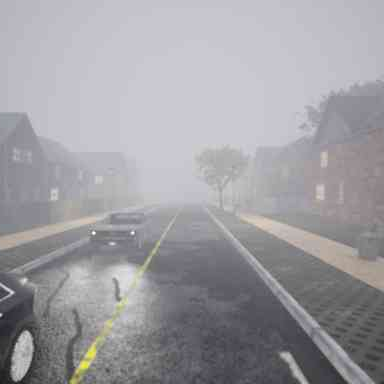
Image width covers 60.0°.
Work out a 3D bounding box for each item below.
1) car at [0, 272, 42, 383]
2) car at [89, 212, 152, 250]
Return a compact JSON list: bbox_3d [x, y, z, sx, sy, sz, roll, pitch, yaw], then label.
[{"bbox_3d":[-2.854,1.505,2.463,1.837,1.490,4.892,0,0,0],"label":"car"},{"bbox_3d":[-2.905,1.581,14.358,1.895,1.301,4.718,0,0,0],"label":"car"}]
